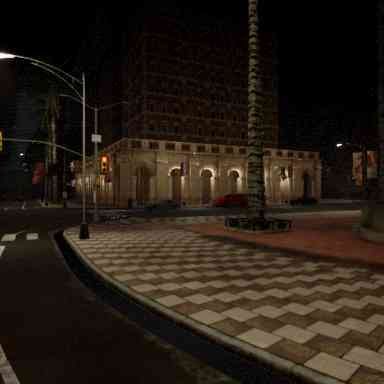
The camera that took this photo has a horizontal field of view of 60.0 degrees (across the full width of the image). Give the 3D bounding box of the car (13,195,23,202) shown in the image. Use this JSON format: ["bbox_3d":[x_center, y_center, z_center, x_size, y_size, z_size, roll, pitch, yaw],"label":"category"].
[{"bbox_3d":[-41.002,1.595,78.205,1.895,1.301,4.718,0,0,-27],"label":"car"}]

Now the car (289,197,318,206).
[{"bbox_3d":[17.887,1.478,53.443,5.008,1.535,1.882,0,0,-26],"label":"car"}]

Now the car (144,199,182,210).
[{"bbox_3d":[-3.735,1.601,42.855,4.718,1.301,1.895,0,0,-26],"label":"car"}]

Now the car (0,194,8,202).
[{"bbox_3d":[-44.562,1.355,77.511,2.097,1.767,4.553,0,0,-27],"label":"car"}]

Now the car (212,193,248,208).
[{"bbox_3d":[5.632,1.219,47.437,5.566,2.045,2.150,0,0,-26],"label":"car"}]
